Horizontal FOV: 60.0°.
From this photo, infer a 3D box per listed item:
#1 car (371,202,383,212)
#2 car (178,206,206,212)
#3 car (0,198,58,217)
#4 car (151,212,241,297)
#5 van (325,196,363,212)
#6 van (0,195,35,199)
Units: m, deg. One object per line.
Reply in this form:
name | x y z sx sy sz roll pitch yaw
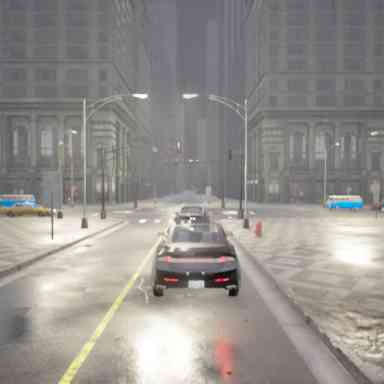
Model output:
car | 23.227 1.567 38.723 4.507 1.381 1.887 0 1 0
car | 0.052 1.505 18.034 1.837 1.490 4.892 0 0 3
car | -14.671 1.562 29.985 4.829 1.417 1.752 0 1 0
car | 0.086 1.489 8.558 2.128 1.511 4.902 0 0 0
van | 17.703 1.343 38.693 3.998 1.788 1.690 0 1 0
van | -20.281 1.219 38.485 3.998 1.788 1.690 0 1 0
